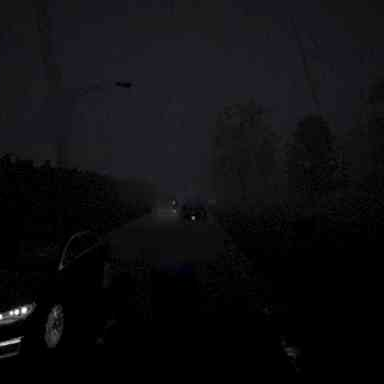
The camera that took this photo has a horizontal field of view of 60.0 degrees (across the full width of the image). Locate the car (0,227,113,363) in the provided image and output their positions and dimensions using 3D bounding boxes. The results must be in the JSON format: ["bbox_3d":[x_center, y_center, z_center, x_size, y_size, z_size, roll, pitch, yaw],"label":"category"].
[{"bbox_3d":[-2.837,1.479,6.202,2.128,1.511,4.902,0,0,0],"label":"car"}]

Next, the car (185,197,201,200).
[{"bbox_3d":[0.120,1.357,42.885,1.882,1.535,5.008,0,0,0],"label":"car"}]

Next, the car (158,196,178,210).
[{"bbox_3d":[-2.819,1.243,39.993,2.097,1.767,4.553,0,0,0],"label":"car"}]

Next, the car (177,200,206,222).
[{"bbox_3d":[0.105,1.540,25.763,1.895,1.301,4.718,0,0,0],"label":"car"}]
